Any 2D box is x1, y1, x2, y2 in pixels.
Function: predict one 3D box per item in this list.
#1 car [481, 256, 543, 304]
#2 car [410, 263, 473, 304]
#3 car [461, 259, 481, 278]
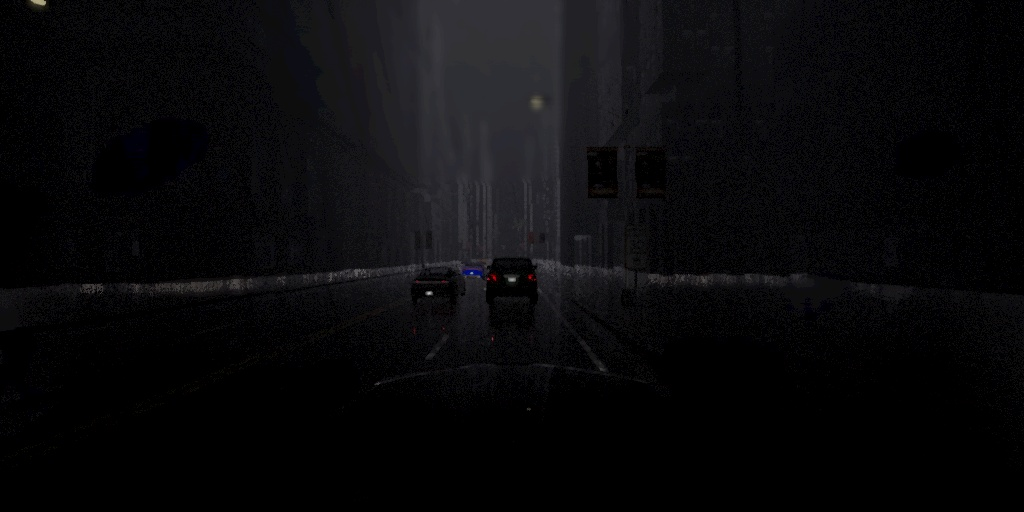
[{"bbox_3d":[0.000,1.014,16.533,2.150,2.045,5.566,0,0,0],"label":"car"},{"bbox_3d":[-3.250,1.251,16.502,2.128,1.511,4.902,0,0,0],"label":"car"},{"bbox_3d":[-3.250,1.252,31.503,1.882,1.535,5.008,0,0,0],"label":"car"}]
